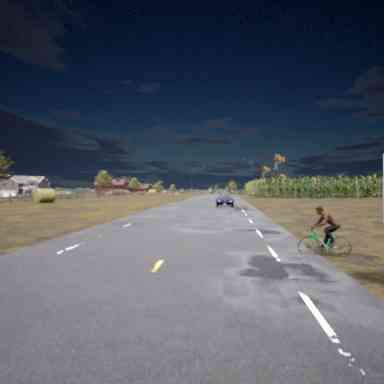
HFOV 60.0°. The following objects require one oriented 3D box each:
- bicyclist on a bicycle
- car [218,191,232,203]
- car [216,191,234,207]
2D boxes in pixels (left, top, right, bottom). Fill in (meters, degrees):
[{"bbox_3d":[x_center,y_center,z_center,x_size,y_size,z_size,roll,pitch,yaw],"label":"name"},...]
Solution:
[{"bbox_3d":[4.215,1.285,10.579,1.656,1.620,0.582,0,1,6],"label":"bicyclist on a bicycle"},{"bbox_3d":[4.787,0.672,48.252,1.837,1.490,4.892,1,1,6],"label":"car"},{"bbox_3d":[3.629,0.931,36.687,1.895,1.301,4.718,1,1,6],"label":"car"}]
